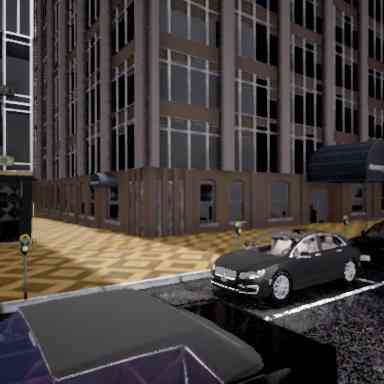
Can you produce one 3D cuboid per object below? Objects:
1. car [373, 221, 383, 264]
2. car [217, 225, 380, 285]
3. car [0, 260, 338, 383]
[{"bbox_3d":[7.108,1.676,11.507,4.313,1.339,1.947,1,-1,-35],"label":"car"},{"bbox_3d":[2.456,1.615,8.243,4.403,1.369,2.008,1,-1,-35],"label":"car"},{"bbox_3d":[-1.046,1.610,2.487,4.718,1.301,1.895,1,0,-35],"label":"car"}]
